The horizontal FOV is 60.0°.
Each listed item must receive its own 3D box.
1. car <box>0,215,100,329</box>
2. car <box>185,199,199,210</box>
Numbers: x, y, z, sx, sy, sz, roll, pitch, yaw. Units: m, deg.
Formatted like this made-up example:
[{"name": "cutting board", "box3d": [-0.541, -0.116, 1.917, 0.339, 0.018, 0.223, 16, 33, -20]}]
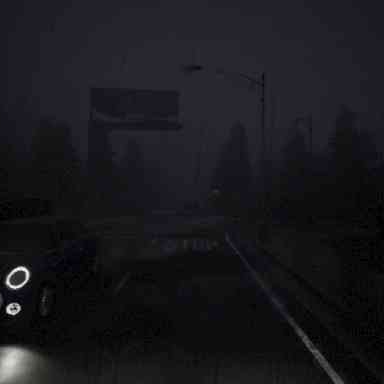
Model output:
[{"name": "car", "box3d": [-3.571, 1.385, 7.225, 2.097, 1.767, 4.553, 0, 0, 0]}, {"name": "car", "box3d": [0.019, 1.698, 45.781, 2.128, 1.511, 4.902, 0, 0, 1]}]
